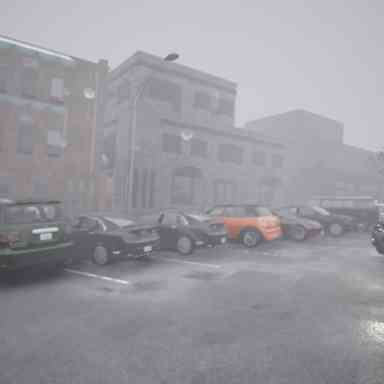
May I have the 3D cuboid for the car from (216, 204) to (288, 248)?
[{"bbox_3d":[1.510,1.312,14.613,4.553,1.767,2.185,-1,-1,35],"label":"car"}]

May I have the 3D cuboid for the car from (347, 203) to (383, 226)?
[{"bbox_3d":[13.477,1.551,23.099,4.674,1.452,2.002,-1,-1,35],"label":"car"}]

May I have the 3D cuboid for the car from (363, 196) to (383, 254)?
[{"bbox_3d":[8.797,1.191,12.062,5.566,2.045,2.150,0,0,-35],"label":"car"}]

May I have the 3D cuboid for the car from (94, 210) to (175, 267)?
[{"bbox_3d":[-3.296,1.451,11.231,4.892,1.521,2.231,-1,0,35],"label":"car"}]

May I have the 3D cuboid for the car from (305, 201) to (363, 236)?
[{"bbox_3d":[6.275,1.450,18.027,5.008,1.535,2.097,-1,-1,35],"label":"car"}]

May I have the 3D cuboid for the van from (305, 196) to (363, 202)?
[{"bbox_3d":[8.580,1.240,19.782,4.442,1.987,1.878,-1,-1,35],"label":"van"}]

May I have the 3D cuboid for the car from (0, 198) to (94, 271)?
[{"bbox_3d":[-5.718,1.217,9.551,5.566,2.045,2.435,-1,0,35],"label":"car"}]

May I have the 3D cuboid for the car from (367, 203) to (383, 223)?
[{"bbox_3d":[15.896,1.575,24.759,4.792,1.488,2.163,-1,-1,35],"label":"car"}]

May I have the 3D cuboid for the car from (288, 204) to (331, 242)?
[{"bbox_3d":[3.911,1.471,16.316,4.792,1.488,2.163,-1,-1,35],"label":"car"}]

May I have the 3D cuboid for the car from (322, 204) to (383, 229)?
[{"bbox_3d":[11.073,1.525,21.408,4.674,1.452,2.002,-1,-1,35],"label":"car"}]

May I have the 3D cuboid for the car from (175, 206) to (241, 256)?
[{"bbox_3d":[-0.900,1.444,12.932,4.892,1.521,2.231,-1,0,35],"label":"car"}]
